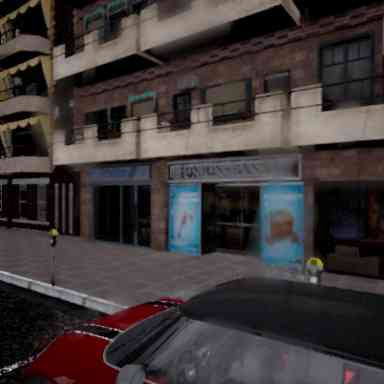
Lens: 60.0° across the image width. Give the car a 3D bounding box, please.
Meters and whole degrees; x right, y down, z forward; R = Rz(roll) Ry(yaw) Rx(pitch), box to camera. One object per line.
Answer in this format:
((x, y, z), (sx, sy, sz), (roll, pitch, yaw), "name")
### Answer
((0.421, 1.441, 2.572), (4.097, 1.590, 1.967), (0, 0, 35), "car")
